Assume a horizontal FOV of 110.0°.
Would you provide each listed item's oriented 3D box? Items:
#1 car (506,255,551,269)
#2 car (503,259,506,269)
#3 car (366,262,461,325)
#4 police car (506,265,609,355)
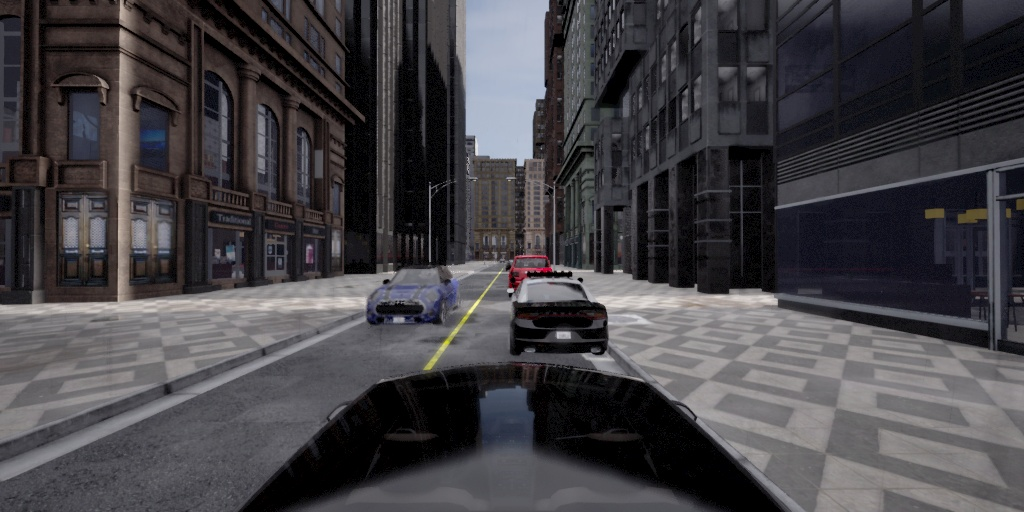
[{"bbox_3d":[0.912,0.985,18.753,2.150,2.045,5.566,0,0,0],"label":"car"},{"bbox_3d":[0.083,1.414,48.535,1.895,1.301,4.718,0,0,1],"label":"car"},{"bbox_3d":[-2.995,1.106,11.751,2.097,1.767,4.553,0,0,0],"label":"car"},{"bbox_3d":[0.904,1.179,8.832,1.930,1.638,5.238,0,0,0],"label":"police car"}]
